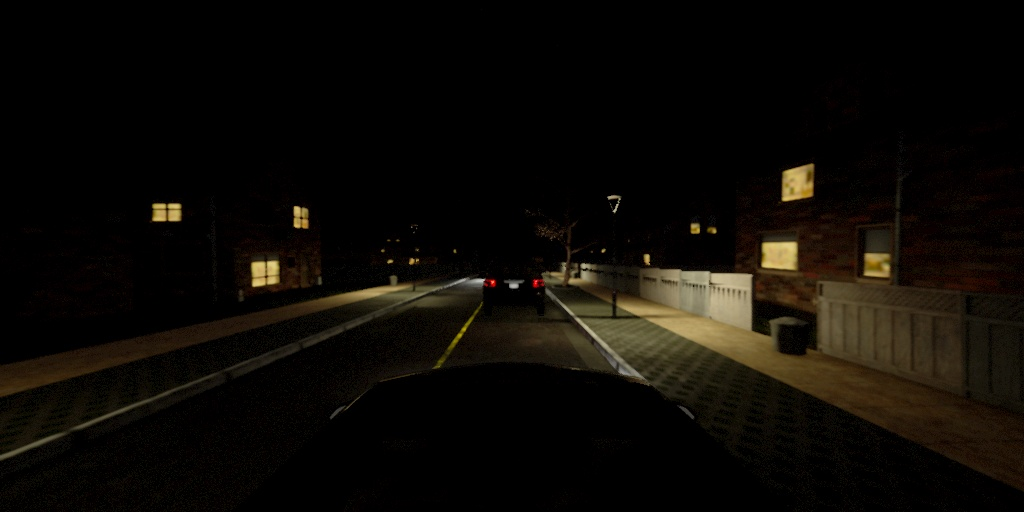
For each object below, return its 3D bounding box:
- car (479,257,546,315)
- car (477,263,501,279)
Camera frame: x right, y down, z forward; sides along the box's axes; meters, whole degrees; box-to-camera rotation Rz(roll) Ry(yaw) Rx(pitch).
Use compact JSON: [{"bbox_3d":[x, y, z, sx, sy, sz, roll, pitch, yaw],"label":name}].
[{"bbox_3d":[0.137,1.061,14.190,2.150,2.045,5.566,0,0,2],"label":"car"},{"bbox_3d":[-2.364,1.543,38.053,2.128,1.511,4.902,0,-1,2],"label":"car"}]
